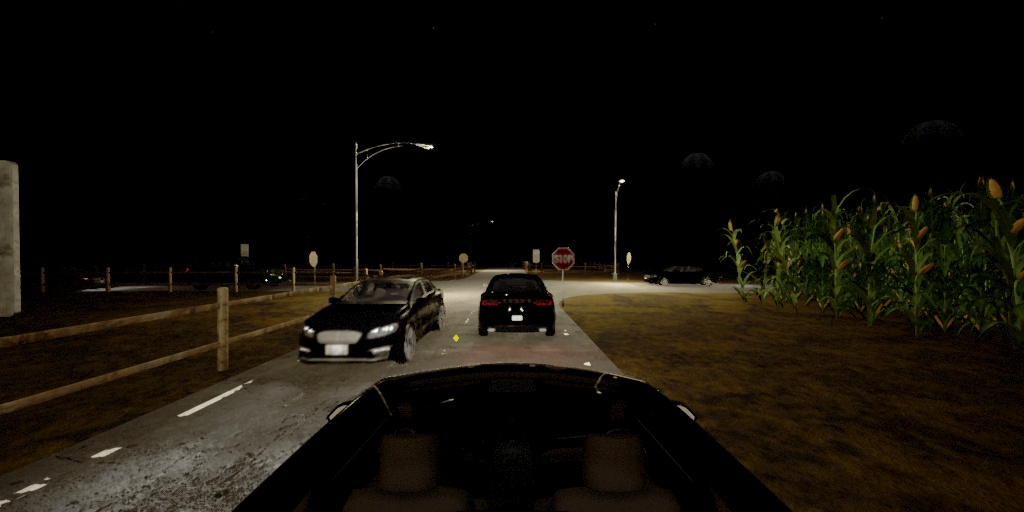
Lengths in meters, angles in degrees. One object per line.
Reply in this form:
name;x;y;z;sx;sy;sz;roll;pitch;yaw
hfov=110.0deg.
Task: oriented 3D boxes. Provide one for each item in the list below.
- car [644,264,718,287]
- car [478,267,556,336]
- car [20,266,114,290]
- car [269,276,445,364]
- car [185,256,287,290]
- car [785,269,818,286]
car;12.084;1.346;25.783;5.008;1.535;1.882;1;1;-2
car;0.119;1.235;10.456;1.882;1.535;5.008;0;0;0
car;-28.725;1.383;23.167;4.674;1.442;1.812;1;1;1
car;-2.793;1.244;8.210;2.128;1.511;4.902;0;0;1
car;-17.704;1.044;23.093;5.566;2.045;2.150;0;1;0
car;22.203;1.453;25.807;4.902;1.511;2.128;1;1;0
